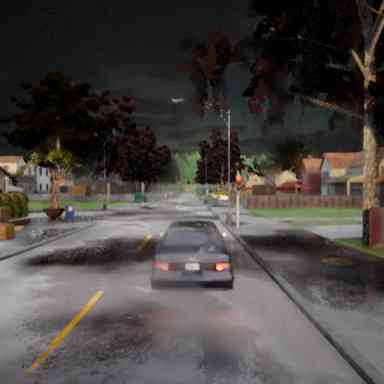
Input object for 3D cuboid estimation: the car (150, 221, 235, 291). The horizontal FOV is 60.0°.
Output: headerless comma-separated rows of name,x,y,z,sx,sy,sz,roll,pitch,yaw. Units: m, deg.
car,0.020,1.492,8.999,2.033,1.411,5.357,0,0,0
